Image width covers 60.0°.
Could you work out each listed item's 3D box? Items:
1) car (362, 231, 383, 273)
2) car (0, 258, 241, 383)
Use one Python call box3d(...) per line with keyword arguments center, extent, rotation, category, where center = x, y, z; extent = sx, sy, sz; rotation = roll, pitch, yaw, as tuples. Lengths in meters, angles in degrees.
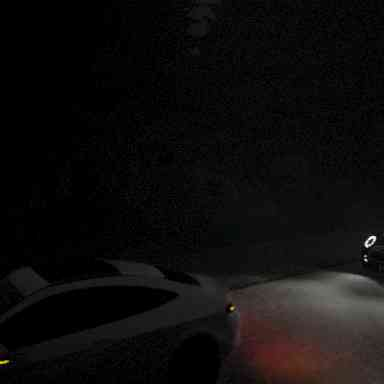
box3d(center=(6.832, 1.336, 9.480), extent=(4.553, 1.767, 2.097), rotation=(0, 0, -35), category="car")
box3d(center=(-1.531, 1.525, 3.493), extent=(4.674, 1.442, 1.812), rotation=(0, 0, -36), category="car")
